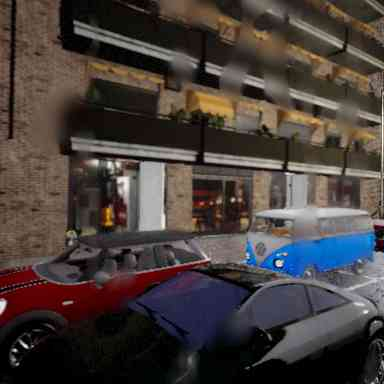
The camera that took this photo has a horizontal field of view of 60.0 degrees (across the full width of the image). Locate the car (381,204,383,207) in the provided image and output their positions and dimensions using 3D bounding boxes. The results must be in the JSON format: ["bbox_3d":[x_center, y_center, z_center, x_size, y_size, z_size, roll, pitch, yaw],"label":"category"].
[{"bbox_3d":[7.811,1.314,12.123,5.009,1.841,2.192,0,1,-36],"label":"car"}]

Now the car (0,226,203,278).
[{"bbox_3d":[-1.460,1.440,5.498,4.097,1.590,1.967,0,1,-36],"label":"car"}]

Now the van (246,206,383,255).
[{"bbox_3d":[3.176,1.341,8.810,3.998,1.788,1.690,0,1,-36],"label":"van"}]

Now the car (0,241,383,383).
[{"bbox_3d":[0.360,1.564,3.638,4.181,1.385,1.994,0,0,-36],"label":"car"}]
